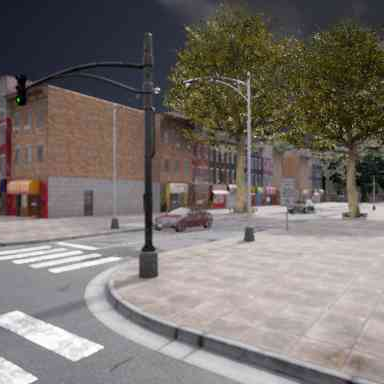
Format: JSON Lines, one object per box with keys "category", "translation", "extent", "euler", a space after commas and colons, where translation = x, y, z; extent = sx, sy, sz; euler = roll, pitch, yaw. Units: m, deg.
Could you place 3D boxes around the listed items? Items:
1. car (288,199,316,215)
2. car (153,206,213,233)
{"category": "car", "translation": [12.729, 1.632, 38.587], "extent": [2.097, 1.767, 4.553], "euler": [0, -1, 36]}
{"category": "car", "translation": [-0.427, 1.628, 20.484], "extent": [1.812, 1.442, 4.674], "euler": [0, -1, 36]}
